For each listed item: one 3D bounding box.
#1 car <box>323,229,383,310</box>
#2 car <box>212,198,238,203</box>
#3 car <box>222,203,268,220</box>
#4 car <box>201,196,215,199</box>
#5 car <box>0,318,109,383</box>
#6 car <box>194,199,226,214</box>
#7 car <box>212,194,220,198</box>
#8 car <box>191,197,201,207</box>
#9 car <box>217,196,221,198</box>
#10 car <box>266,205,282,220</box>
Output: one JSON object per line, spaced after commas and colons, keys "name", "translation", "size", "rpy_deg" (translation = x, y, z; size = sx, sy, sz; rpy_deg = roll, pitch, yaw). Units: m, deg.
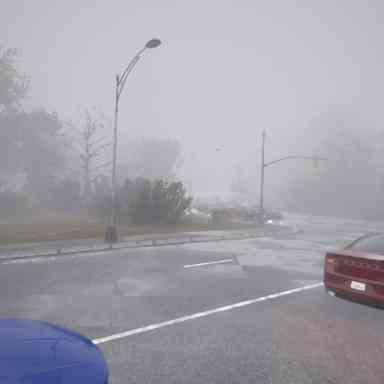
{"name": "car", "translation": [4.959, 1.554, 7.317], "size": [5.008, 1.535, 1.882], "rpy_deg": [1, -1, -35]}
{"name": "car", "translation": [4.620, 2.101, 46.472], "size": [2.033, 1.411, 5.357], "rpy_deg": [3, 1, -18]}
{"name": "car", "translation": [5.407, 2.167, 34.585], "size": [1.895, 1.301, 4.718], "rpy_deg": [3, -1, -23]}
{"name": "car", "translation": [1.904, 1.727, 56.498], "size": [1.837, 1.490, 4.892], "rpy_deg": [2, 2, -12]}
{"name": "car", "translation": [-2.899, 1.478, 1.675], "size": [5.008, 1.535, 1.882], "rpy_deg": [0, 0, -36]}
{"name": "car", "translation": [2.249, 2.033, 42.784], "size": [1.994, 1.385, 4.181], "rpy_deg": [3, 0, -19]}
{"name": "car", "translation": [5.851, 1.101, 79.146], "size": [2.033, 1.411, 5.357], "rpy_deg": [2, 2, -1]}
{"name": "car", "translation": [-0.662, 1.700, 52.344], "size": [2.128, 1.511, 4.902], "rpy_deg": [2, 1, -15]}
{"name": "car", "translation": [6.198, 1.984, 54.360], "size": [2.128, 1.511, 4.902], "rpy_deg": [2, 2, -15]}
{"name": "car", "translation": [8.096, 2.213, 37.261], "size": [1.837, 1.490, 4.892], "rpy_deg": [3, -1, -21]}
